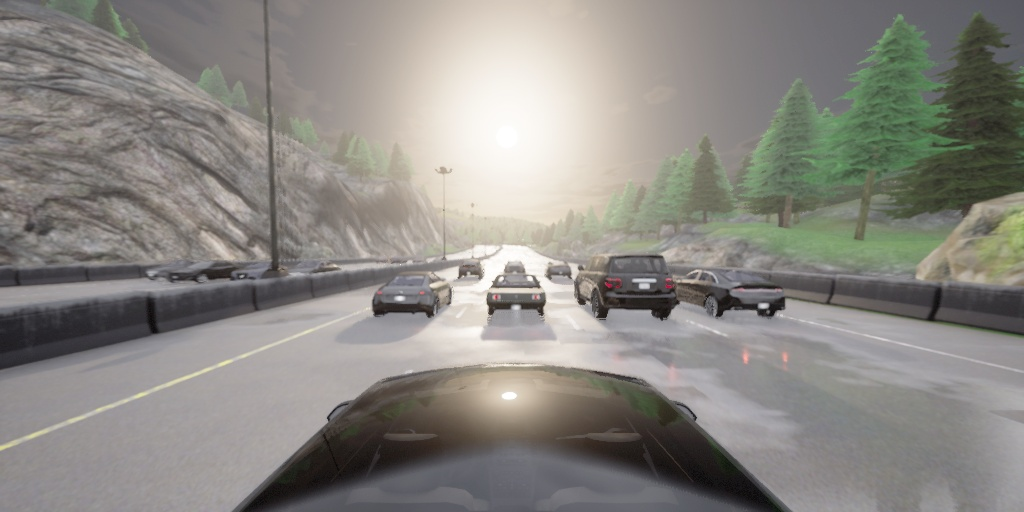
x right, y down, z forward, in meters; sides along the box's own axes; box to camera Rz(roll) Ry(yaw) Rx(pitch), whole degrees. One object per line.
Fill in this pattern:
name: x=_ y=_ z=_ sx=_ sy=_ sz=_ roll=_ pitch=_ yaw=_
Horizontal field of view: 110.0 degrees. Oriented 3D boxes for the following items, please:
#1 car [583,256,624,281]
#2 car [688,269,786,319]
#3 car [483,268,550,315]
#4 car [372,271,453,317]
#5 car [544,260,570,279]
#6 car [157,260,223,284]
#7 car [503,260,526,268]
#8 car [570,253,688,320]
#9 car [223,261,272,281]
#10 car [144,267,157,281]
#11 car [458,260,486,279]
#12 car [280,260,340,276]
car: x=7.209 y=0.941 z=28.691 sx=2.097 sy=1.767 sz=4.553 roll=0 pitch=0 yaw=0
car: x=7.136 y=1.186 z=12.572 sx=2.128 sy=1.511 sz=4.902 roll=0 pitch=0 yaw=0
car: x=0.140 y=1.276 z=13.185 sx=1.895 sy=1.301 sz=4.718 roll=0 pitch=0 yaw=0
car: x=-3.363 y=1.234 z=12.801 sx=1.994 sy=1.385 sz=4.181 roll=0 pitch=0 yaw=0
car: x=3.714 y=1.066 z=29.589 sx=2.128 sy=1.511 sz=4.902 roll=0 pitch=0 yaw=0
car: x=-21.001 y=1.030 z=24.855 sx=1.882 sy=1.535 sz=5.008 roll=0 pitch=0 yaw=0
car: x=0.219 y=1.086 z=30.583 sx=1.812 sy=1.442 sz=4.674 roll=0 pitch=0 yaw=0
car: x=3.638 y=0.908 z=12.496 sx=2.150 sy=2.045 sz=5.566 roll=0 pitch=0 yaw=0
car: x=-17.500 y=1.121 z=25.239 sx=1.994 sy=1.385 sz=4.181 roll=0 pitch=0 yaw=0
car: x=-24.488 y=1.023 z=26.811 sx=2.128 sy=1.511 sz=4.902 roll=0 pitch=0 yaw=0
car: x=-3.285 y=1.063 z=29.716 sx=1.837 sy=1.490 sz=4.892 roll=0 pitch=0 yaw=0
car: x=-13.999 y=1.056 z=25.298 sx=2.128 sy=1.511 sz=4.902 roll=0 pitch=0 yaw=0
